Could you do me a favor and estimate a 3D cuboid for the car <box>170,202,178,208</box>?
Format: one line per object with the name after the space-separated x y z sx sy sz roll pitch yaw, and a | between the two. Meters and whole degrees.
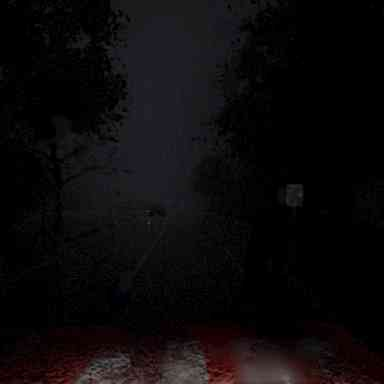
-4.100 3.159 77.708 1.837 1.490 4.892 0 -3 -1 | car

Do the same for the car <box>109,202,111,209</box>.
-24.183 3.901 88.495 5.366 1.575 1.946 0 -3 -1 | car

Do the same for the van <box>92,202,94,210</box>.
-24.312 2.903 71.899 4.442 1.987 1.878 0 -3 -1 | van

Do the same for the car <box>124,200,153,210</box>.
-11.056 2.730 69.061 5.566 2.045 2.435 0 -3 -1 | car

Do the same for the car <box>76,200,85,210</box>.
-24.136 2.498 63.603 5.566 2.045 2.435 0 -2 -1 | car

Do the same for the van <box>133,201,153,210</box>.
-11.288 3.144 77.377 4.442 1.987 1.878 0 -3 -1 | van

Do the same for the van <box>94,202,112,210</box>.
-24.280 3.808 91.270 4.442 1.987 1.878 0 -3 -1 | van

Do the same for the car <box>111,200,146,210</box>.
-10.783 2.510 57.972 5.366 1.575 1.946 0 -2 -1 | car

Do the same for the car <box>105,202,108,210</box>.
-24.304 3.647 82.958 4.892 1.521 2.231 0 -3 -1 | car

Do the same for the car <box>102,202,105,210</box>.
-24.276 3.516 80.191 5.008 1.535 2.097 0 -3 -1 | car

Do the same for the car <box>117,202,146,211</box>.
-11.003 2.619 60.737 4.892 1.521 2.231 0 -2 -1 | car

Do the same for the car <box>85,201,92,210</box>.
-24.159 3.000 69.122 4.892 1.521 2.231 0 -3 -1 | car

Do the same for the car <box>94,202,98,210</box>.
-24.192 3.132 74.662 4.553 1.767 2.185 0 -3 -1 | car

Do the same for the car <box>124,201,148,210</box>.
-11.087 2.729 66.286 4.553 1.767 2.185 0 -3 -1 | car

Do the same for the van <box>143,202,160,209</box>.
-11.199 3.792 91.245 4.442 1.987 1.878 0 -3 -1 | van

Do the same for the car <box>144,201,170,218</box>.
-3.739 1.984 36.137 1.812 1.442 4.674 0 -1 -1 | car

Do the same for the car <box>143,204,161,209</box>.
-11.374 4.177 94.010 4.792 1.488 2.163 0 -3 -1 | car

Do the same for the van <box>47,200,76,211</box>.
-24.196 2.405 60.711 4.442 1.987 1.878 0 -2 -1 | van

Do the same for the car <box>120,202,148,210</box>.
-11.033 2.732 63.506 5.008 1.535 2.097 0 -3 -1 | car

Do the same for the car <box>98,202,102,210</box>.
-24.246 3.381 77.298 5.008 1.535 2.097 0 -3 -1 | car
